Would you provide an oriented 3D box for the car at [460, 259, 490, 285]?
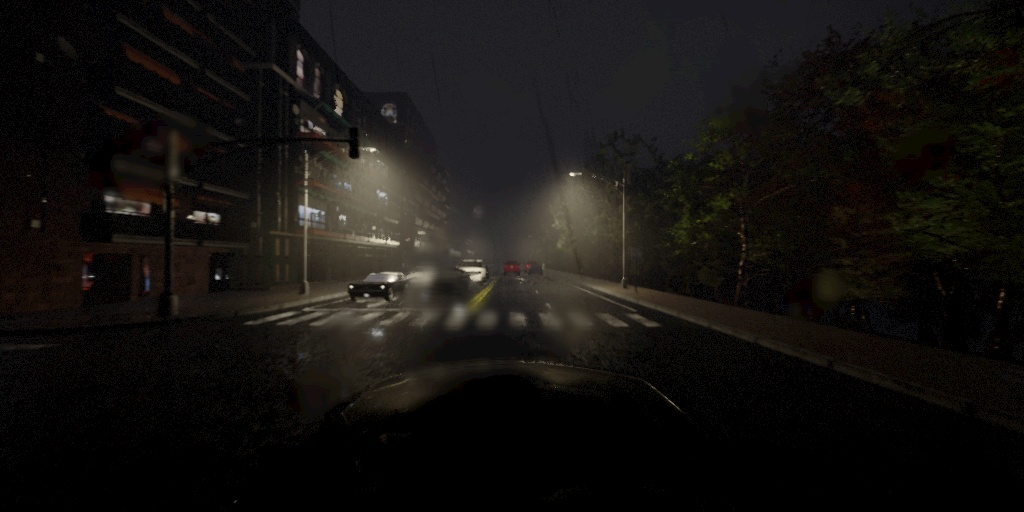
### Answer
[{"bbox_3d":[-3.359,1.309,29.947,2.150,2.045,5.566,0,-1,0],"label":"car"}]

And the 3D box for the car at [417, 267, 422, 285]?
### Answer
[{"bbox_3d":[-6.608,1.560,27.422,1.812,1.442,4.674,0,-1,0],"label":"car"}]

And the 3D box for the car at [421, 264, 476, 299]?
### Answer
[{"bbox_3d":[-3.353,1.429,20.013,1.882,1.535,5.008,0,-1,0],"label":"car"}]

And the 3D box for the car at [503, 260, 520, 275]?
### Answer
[{"bbox_3d":[-0.024,1.608,50.165,2.150,2.045,5.566,0,-1,0],"label":"car"}]

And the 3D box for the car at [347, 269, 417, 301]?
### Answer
[{"bbox_3d":[-6.610,1.513,18.497,1.895,1.301,4.718,0,-1,0],"label":"car"}]

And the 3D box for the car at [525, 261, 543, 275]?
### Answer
[{"bbox_3d":[3.225,1.883,50.134,1.882,1.535,5.008,0,-1,0],"label":"car"}]

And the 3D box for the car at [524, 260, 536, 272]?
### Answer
[{"bbox_3d":[3.220,1.772,60.585,2.150,2.045,5.566,0,-1,0],"label":"car"}]
